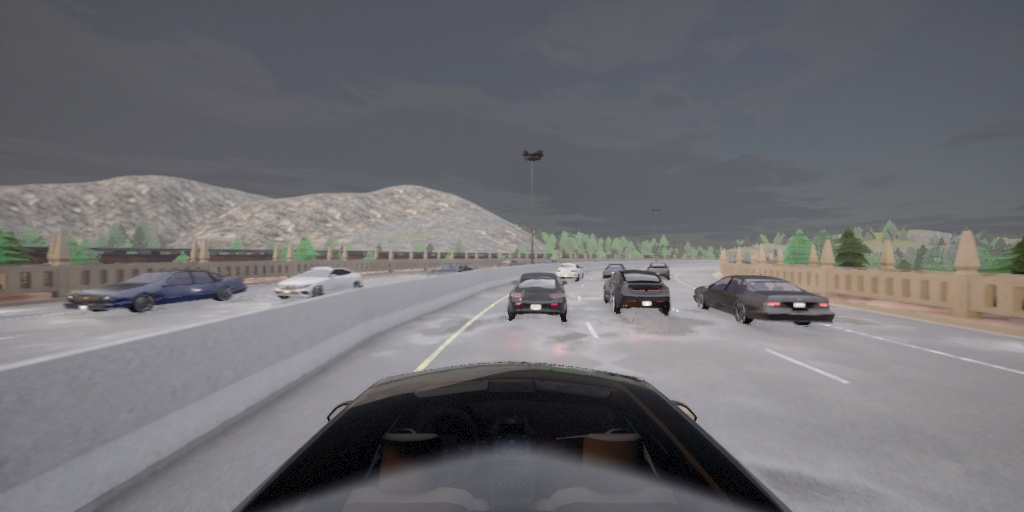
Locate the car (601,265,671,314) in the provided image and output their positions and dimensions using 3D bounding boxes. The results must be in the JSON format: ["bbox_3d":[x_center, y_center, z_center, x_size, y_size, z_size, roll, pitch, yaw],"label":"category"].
[{"bbox_3d":[4.677,1.278,13.920,1.837,1.490,4.892,0,0,8],"label":"car"}]

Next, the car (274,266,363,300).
[{"bbox_3d":[-9.123,1.239,17.446,1.812,1.442,4.674,0,0,10],"label":"car"}]

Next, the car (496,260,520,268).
[{"bbox_3d":[-0.497,1.285,52.910,1.812,1.442,4.674,0,0,29],"label":"car"}]

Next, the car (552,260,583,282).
[{"bbox_3d":[4.806,1.303,29.711,1.812,1.442,4.674,0,0,17],"label":"car"}]

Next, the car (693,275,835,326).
[{"bbox_3d":[7.852,1.334,11.880,2.033,1.411,5.357,0,0,7],"label":"car"}]

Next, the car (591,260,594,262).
[{"bbox_3d":[14.052,1.427,62.412,1.895,1.301,4.718,0,0,38],"label":"car"}]

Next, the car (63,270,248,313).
[{"bbox_3d":[-13.198,1.242,13.949,2.033,1.411,5.357,0,0,7],"label":"car"}]

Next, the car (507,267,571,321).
[{"bbox_3d":[0.940,1.283,12.447,1.812,1.442,4.674,0,0,7],"label":"car"}]

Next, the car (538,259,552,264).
[{"bbox_3d":[5.581,1.291,56.350,1.837,1.490,4.892,0,0,33],"label":"car"}]

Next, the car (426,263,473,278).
[{"bbox_3d":[-4.139,1.229,24.436,2.128,1.511,4.902,0,0,14],"label":"car"}]

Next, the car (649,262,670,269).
[{"bbox_3d":[13.298,1.307,32.678,2.128,1.511,4.902,0,0,21],"label":"car"}]
